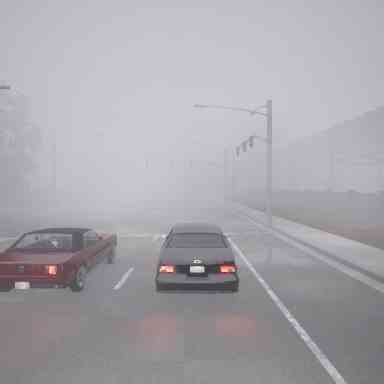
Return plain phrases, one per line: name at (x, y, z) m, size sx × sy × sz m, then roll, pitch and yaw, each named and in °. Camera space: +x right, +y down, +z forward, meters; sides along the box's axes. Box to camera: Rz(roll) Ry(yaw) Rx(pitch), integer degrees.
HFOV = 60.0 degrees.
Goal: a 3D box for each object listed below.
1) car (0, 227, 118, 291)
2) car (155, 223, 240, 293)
car at (-3.386, 1.597, 8.927) m, size 1.895 × 1.301 × 4.718 m, roll 0°, pitch 0°, yaw 1°
car at (0.104, 1.547, 8.977) m, size 2.033 × 1.411 × 5.357 m, roll 0°, pitch 0°, yaw 0°
